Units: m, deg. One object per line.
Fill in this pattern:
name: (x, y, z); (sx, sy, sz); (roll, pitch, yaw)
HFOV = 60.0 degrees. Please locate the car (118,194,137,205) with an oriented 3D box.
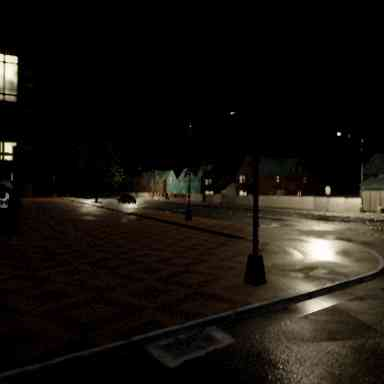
car: (-9.614, 1.081, 49.012); (1.812, 1.442, 4.674); (1, 0, -28)
